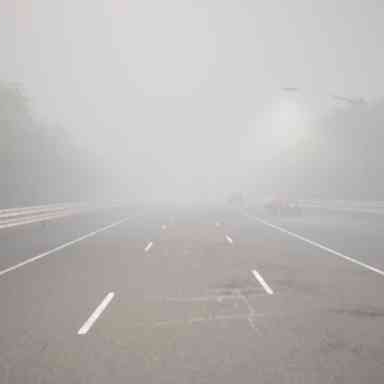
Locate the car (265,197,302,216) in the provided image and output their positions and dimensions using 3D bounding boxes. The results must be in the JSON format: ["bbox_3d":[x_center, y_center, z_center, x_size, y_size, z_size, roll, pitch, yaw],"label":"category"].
[{"bbox_3d":[8.613,1.269,31.761,2.097,1.767,4.553,0,0,-9],"label":"car"}]

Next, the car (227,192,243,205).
[{"bbox_3d":[6.992,1.038,54.593,2.150,2.045,5.566,0,0,0],"label":"car"}]

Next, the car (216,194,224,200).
[{"bbox_3d":[7.036,1.263,83.879,1.882,1.535,5.008,0,0,0],"label":"car"}]
